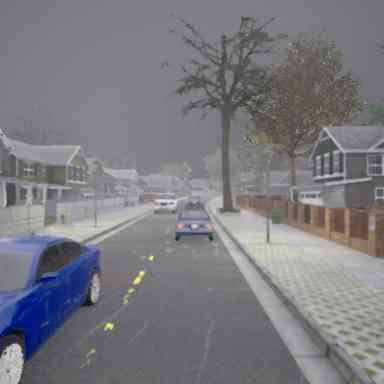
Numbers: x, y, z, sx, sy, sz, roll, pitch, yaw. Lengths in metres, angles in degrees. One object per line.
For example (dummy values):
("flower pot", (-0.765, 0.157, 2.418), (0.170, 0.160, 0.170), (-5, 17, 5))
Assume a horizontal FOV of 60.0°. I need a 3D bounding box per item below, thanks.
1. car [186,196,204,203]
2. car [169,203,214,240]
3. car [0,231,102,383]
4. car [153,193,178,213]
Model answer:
("car", (0.362, 1.229, 39.782), (2.097, 1.767, 4.553), (0, 0, 2))
("car", (0.105, 1.517, 16.901), (2.033, 1.411, 5.357), (0, 0, 0))
("car", (-2.848, 1.471, 5.130), (1.882, 1.535, 5.008), (0, 0, 0))
("car", (-2.711, 1.122, 35.142), (2.150, 2.045, 5.566), (0, 0, 1))
